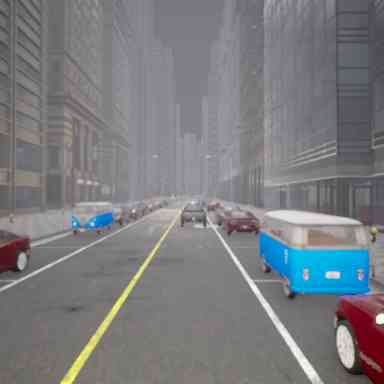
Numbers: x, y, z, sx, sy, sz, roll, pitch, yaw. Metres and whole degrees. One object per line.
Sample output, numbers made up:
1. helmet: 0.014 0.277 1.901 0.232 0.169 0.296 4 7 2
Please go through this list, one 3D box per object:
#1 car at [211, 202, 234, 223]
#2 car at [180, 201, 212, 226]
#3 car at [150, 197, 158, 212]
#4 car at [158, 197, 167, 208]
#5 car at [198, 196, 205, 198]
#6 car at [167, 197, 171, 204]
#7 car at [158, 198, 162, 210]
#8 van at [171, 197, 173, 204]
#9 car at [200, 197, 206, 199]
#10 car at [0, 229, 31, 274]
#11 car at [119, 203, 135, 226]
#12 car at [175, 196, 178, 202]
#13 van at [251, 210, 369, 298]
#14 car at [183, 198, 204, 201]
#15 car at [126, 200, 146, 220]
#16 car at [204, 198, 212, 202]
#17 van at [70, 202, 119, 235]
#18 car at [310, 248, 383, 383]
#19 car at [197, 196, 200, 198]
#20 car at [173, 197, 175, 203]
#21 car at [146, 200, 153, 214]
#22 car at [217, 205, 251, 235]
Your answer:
1. car: 2.761 1.632 25.179 1.967 1.590 4.097 0 0 0
2. car: 0.098 1.682 25.184 2.128 1.511 4.902 0 -1 -1
3. car: -5.768 1.760 41.972 1.967 1.590 4.097 0 0 0
4. car: -5.770 1.720 53.176 2.192 1.841 5.009 0 0 0
5. car: 2.750 2.087 69.994 2.008 1.369 4.403 0 0 0
6. car: -5.773 1.807 64.379 2.192 1.841 5.009 0 0 0
7. car: -5.770 1.928 47.572 1.947 1.339 4.313 0 0 0
8. van: -5.776 1.923 75.582 1.690 1.788 3.998 0 0 0
9. car: 2.752 2.014 58.790 1.947 1.339 4.313 0 0 0
10. car: -5.762 1.609 8.362 1.887 1.381 4.507 0 0 0
11. car: -5.765 1.774 25.166 1.802 1.307 4.206 0 0 0
12. car: -5.780 2.161 92.386 1.967 1.590 4.097 0 0 0
13. van: 2.764 1.405 8.374 1.690 1.788 3.998 0 0 0
14. car: 0.091 1.813 42.382 2.128 1.511 4.902 0 -1 0
15. car: -5.766 1.674 30.769 1.967 1.590 4.097 0 0 0
16. car: 2.756 1.864 41.984 1.887 1.381 4.507 0 0 0
17. van: -5.763 1.490 19.567 1.690 1.788 3.998 0 0 0
18. car: 2.765 1.567 2.770 1.887 1.381 4.507 0 0 0
19. car: 2.749 2.022 75.597 1.967 1.590 4.097 0 0 0
20. car: -5.777 2.152 81.012 1.752 1.417 4.829 0 0 0
21. car: -5.768 1.843 36.369 1.947 1.339 4.313 0 0 0
22. car: 2.761 1.694 19.577 1.887 1.381 4.507 0 0 0
